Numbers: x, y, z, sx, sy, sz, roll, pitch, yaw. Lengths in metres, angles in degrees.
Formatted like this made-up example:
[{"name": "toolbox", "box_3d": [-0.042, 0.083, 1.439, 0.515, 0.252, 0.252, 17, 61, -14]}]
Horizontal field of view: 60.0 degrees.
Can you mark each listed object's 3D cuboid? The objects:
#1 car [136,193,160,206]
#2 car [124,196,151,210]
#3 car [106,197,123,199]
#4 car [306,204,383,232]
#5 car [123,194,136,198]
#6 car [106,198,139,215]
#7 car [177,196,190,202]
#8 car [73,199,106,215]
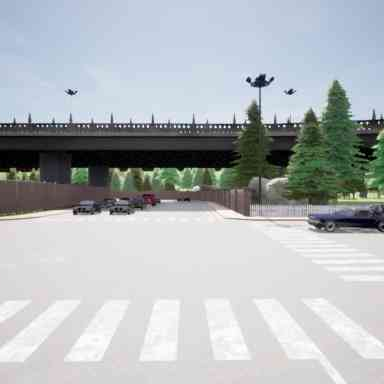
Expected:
[{"name": "car", "box_3d": [-6.972, 1.221, 53.269, 2.150, 2.045, 5.566, 0, 0, 0]}, {"name": "car", "box_3d": [-6.977, 1.547, 43.173, 2.033, 1.411, 5.357, 0, 0, 0]}, {"name": "car", "box_3d": [-10.551, 1.526, 42.601, 1.812, 1.442, 4.674, 0, 0, 0]}, {"name": "car", "box_3d": [9.050, 1.545, 18.893, 4.718, 1.301, 1.895, 0, 0, 1]}, {"name": "car", "box_3d": [-10.549, 1.526, 52.781, 1.812, 1.442, 4.674, 0, 0, 0]}, {"name": "car", "box_3d": [-7.040, 1.564, 33.937, 1.994, 1.385, 4.181, 0, 0, 0]}, {"name": "car", "box_3d": [-1.921, 1.553, 75.249, 1.994, 1.385, 4.181, 0, 0, -19]}, {"name": "car", "box_3d": [-10.575, 1.564, 33.886, 1.994, 1.385, 4.181, 0, 0, 0]}]
